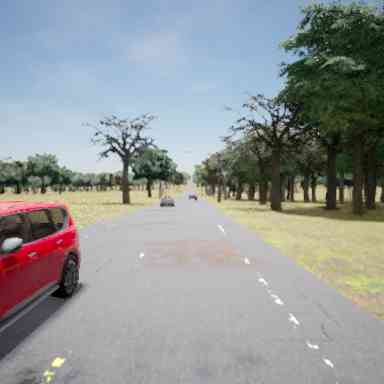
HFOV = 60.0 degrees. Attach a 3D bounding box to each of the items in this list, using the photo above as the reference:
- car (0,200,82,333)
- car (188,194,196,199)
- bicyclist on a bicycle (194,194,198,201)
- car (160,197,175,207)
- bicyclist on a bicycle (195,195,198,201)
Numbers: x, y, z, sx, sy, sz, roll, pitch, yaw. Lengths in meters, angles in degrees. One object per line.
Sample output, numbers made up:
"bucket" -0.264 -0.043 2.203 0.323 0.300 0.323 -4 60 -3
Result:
"car" -3.599 1.204 5.458 2.150 2.045 5.566 0 0 0
"car" 0.031 1.311 94.128 1.882 1.535 5.008 0 0 0
"bicyclist on a bicycle" 0.979 1.384 79.788 0.866 1.612 1.509 0 1 0
"car" -3.554 1.481 48.572 1.994 1.385 4.181 0 0 0
"bicyclist on a bicycle" 0.986 1.385 70.821 0.582 1.620 1.656 0 0 0
